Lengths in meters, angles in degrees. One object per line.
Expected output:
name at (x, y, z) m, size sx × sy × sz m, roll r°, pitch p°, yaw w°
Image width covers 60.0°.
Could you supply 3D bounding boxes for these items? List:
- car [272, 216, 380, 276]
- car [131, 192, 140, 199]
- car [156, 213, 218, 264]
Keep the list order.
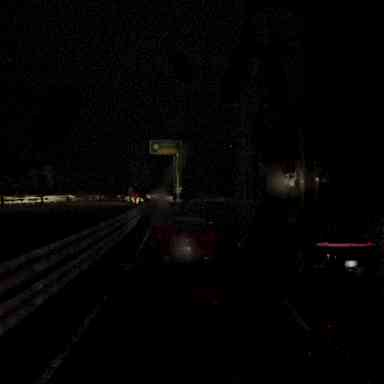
car at (3.808, 1.485, 10.295) m, size 2.128 × 1.511 × 4.902 m, roll 0°, pitch 0°, yaw 1°
car at (-14.696, 1.038, 86.500) m, size 2.150 × 2.045 × 5.566 m, roll 0°, pitch 0°, yaw -15°
car at (-0.230, 1.480, 11.856) m, size 1.882 × 1.535 × 5.008 m, roll 0°, pitch 0°, yaw -2°
